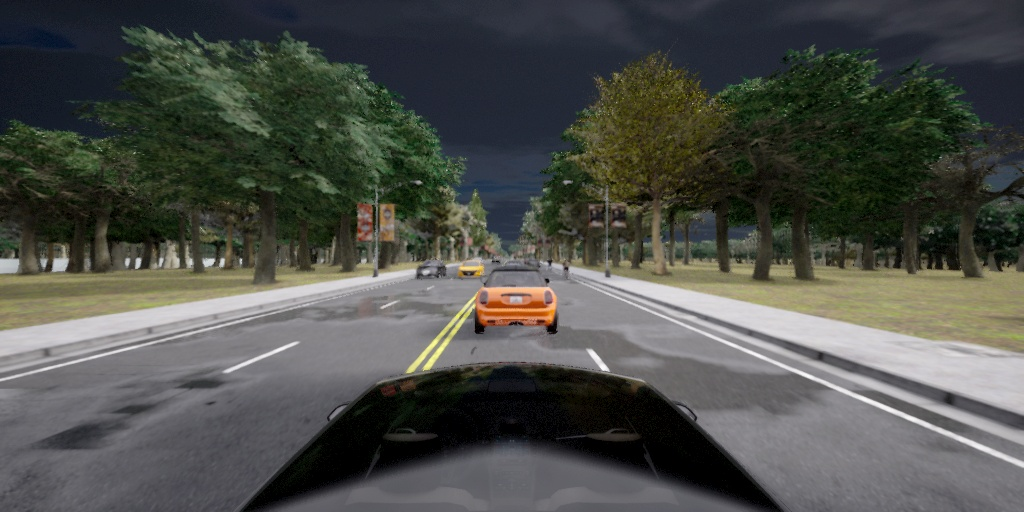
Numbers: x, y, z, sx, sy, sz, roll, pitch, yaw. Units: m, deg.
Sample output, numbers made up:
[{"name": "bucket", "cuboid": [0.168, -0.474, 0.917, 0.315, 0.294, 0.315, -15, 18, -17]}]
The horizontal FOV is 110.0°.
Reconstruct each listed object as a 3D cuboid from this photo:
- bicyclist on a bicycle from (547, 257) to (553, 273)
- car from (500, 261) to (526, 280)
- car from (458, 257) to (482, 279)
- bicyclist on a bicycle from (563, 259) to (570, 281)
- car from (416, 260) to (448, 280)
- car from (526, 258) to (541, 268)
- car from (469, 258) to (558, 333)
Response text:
[{"name": "bicyclist on a bicycle", "cuboid": [4.154, 0.950, 39.315, 0.659, 1.776, 1.843, 0, 0, 0]}, {"name": "car", "cuboid": [0.108, 1.159, 30.697, 2.033, 1.411, 5.357, 0, 0, 0]}, {"name": "car", "cuboid": [-3.338, 1.090, 30.145, 1.882, 1.535, 5.008, 0, 0, 0]}, {"name": "bicyclist on a bicycle", "cuboid": [4.149, 1.080, 27.394, 0.582, 1.620, 1.656, 0, 0, 0]}, {"name": "car", "cuboid": [-6.588, 1.104, 29.761, 2.128, 1.511, 4.902, 0, 0, 0]}, {"name": "car", "cuboid": [3.370, 1.014, 56.788, 2.128, 1.511, 4.902, 0, 0, 0]}, {"name": "car", "cuboid": [0.101, 1.056, 10.735, 2.097, 1.767, 4.553, 0, 0, 0]}]
